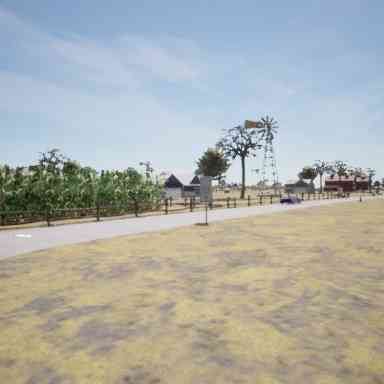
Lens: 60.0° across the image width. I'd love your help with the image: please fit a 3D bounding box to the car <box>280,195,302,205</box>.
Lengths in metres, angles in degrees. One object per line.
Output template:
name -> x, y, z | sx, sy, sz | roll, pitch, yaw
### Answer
car -> 14.686, 1.146, 49.307 | 1.895, 1.301, 4.718 | 0, 0, 35
